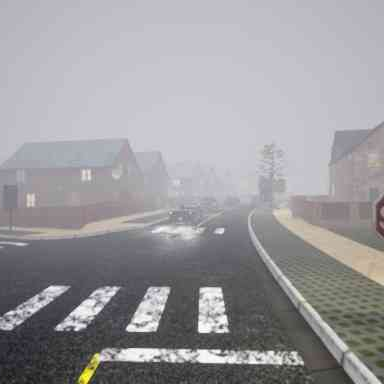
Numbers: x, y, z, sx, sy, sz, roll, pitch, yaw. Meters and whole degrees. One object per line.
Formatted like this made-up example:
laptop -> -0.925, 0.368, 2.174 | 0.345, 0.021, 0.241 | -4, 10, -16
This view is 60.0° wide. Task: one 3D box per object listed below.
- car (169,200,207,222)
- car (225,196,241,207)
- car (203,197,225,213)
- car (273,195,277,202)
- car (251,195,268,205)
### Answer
car -> -0.350, 1.580, 25.871 | 1.895, 1.301, 4.718 | 0, 0, 12
car -> 6.015, 1.379, 49.958 | 1.882, 1.535, 5.008 | 0, 0, 19
car -> 1.952, 1.304, 36.325 | 2.097, 1.767, 4.553 | 0, 0, 14
car -> 15.352, 1.307, 65.339 | 1.837, 1.490, 4.892 | 0, 0, 27
car -> 11.416, 1.205, 56.135 | 2.097, 1.767, 4.553 | 0, 0, 23
